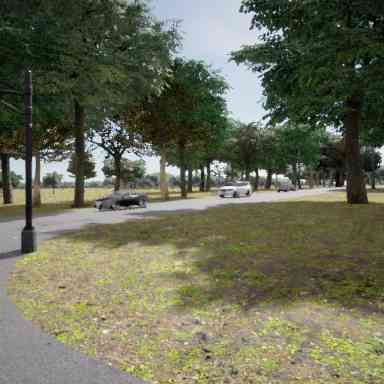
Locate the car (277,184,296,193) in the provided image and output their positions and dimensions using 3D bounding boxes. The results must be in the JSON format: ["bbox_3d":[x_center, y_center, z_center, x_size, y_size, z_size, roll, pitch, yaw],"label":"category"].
[{"bbox_3d":[15.617,-0.585,54.794,1.837,1.490,4.892,-1,2,38],"label":"car"}]

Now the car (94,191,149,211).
[{"bbox_3d":[-5.701,0.675,27.305,2.128,1.511,4.902,-1,2,38],"label":"car"}]

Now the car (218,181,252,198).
[{"bbox_3d":[5.452,-0.304,41.771,2.150,2.045,5.566,-1,1,38],"label":"car"}]
